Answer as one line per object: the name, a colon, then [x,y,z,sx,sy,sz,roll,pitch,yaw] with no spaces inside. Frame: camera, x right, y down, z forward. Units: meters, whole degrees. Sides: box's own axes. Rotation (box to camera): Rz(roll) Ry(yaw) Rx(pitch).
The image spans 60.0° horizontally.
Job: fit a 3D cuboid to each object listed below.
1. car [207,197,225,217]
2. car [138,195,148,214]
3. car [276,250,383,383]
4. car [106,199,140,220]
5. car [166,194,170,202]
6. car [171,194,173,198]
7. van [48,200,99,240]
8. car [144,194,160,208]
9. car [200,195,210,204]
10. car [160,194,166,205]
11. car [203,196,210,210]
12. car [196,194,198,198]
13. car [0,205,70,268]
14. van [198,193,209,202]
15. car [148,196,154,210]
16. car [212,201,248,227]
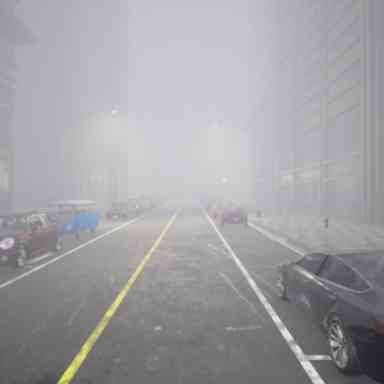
car: [2.608,1.410,27.859,1.967,1.590,4.097,1,0,0]
car: [-5.932,1.402,33.455,1.967,1.590,4.097,1,0,0]
car: [2.662,1.561,5.361,1.947,1.339,4.313,1,0,0]
car: [-5.919,1.535,27.830,1.947,1.339,4.313,1,0,0]
car: [-6.018,1.498,67.201,1.802,1.307,4.206,1,0,0]
car: [-6.045,1.445,78.449,1.887,1.381,4.507,1,0,0]
van: [-5.889,1.323,16.582,1.690,1.788,3.998,1,0,0]
car: [-5.958,1.263,44.703,2.192,1.841,5.009,1,0,0]
car: [2.564,1.499,44.733,2.008,1.369,4.403,1,0,0]
car: [-5.988,1.372,55.952,1.967,1.590,4.097,1,0,0]
car: [2.578,1.501,39.108,1.887,1.381,4.507,1,0,0]
car: [2.497,1.224,72.856,2.192,1.841,5.009,1,0,0]
car: [-5.876,1.429,10.957,1.967,1.590,4.097,1,0,0]
van: [2.525,1.266,61.606,1.690,1.788,3.998,1,0,0]
car: [-5.946,1.481,38.909,1.752,1.417,4.829,1,0,0]
car: [2.621,1.522,22.235,1.887,1.381,4.507,1,0,0]
